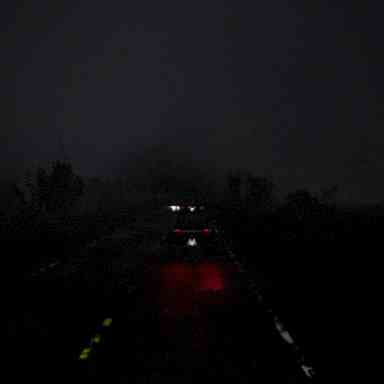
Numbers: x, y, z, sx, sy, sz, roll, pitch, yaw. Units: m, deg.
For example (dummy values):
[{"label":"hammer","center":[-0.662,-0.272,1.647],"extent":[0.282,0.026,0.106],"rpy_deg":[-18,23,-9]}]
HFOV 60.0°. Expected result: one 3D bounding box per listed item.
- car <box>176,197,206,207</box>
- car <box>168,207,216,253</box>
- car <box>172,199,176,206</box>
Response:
[{"label":"car","center":[0.002,1.482,29.001],"extent":[2.150,2.045,5.566],"rpy_deg":[0,0,0]},{"label":"car","center":[0.005,1.627,14.280],"extent":[2.128,1.511,4.902],"rpy_deg":[0,0,0]},{"label":"car","center":[-3.001,2.078,67.450],"extent":[2.128,1.511,4.902],"rpy_deg":[0,-1,0]}]
